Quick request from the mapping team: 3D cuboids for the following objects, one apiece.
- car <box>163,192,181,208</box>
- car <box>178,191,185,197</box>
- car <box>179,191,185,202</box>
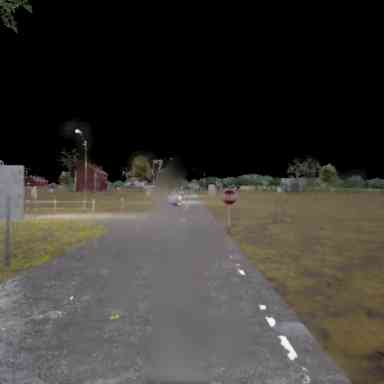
[{"bbox_3d":[-2.806,1.257,44.288,1.882,1.535,5.008,0,2,0],"label":"car"},{"bbox_3d":[-2.963,0.473,94.992,1.837,1.490,4.892,0,1,0],"label":"car"},{"bbox_3d":[-2.852,0.866,58.918,2.097,1.767,4.553,0,0,0],"label":"car"}]
